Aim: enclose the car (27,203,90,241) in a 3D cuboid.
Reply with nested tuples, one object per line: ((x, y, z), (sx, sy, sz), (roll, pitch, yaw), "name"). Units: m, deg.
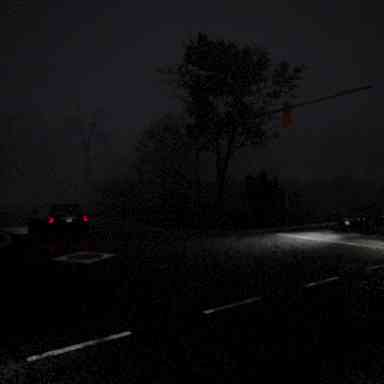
((-7.003, 1.350, 17.184), (2.097, 1.767, 4.553), (0, 0, -38), "car")

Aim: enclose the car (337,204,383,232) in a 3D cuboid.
((10.797, 1.488, 20.267), (4.902, 1.511, 2.128), (0, 0, -35), "car")
